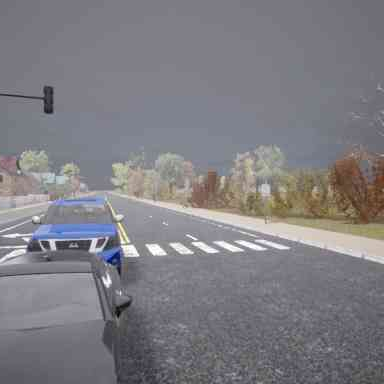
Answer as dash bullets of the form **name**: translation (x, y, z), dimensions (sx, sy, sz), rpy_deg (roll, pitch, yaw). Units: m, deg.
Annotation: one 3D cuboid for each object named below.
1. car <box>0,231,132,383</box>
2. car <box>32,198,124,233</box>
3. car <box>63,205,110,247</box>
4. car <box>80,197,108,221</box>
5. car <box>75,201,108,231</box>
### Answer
- **car**: translation (-1.734, 1.524, 3.941), dimensions (1.812, 1.442, 4.674), rpy_deg (0, 0, -13)
- **car**: translation (-3.350, 1.218, 10.036), dimensions (2.150, 2.045, 5.566), rpy_deg (0, 0, -15)
- **car**: translation (-4.985, 1.498, 16.115), dimensions (1.837, 1.490, 4.892), rpy_deg (0, 0, -15)
- **car**: translation (-8.069, 1.337, 27.605), dimensions (2.097, 1.767, 4.553), rpy_deg (0, 0, -15)
- **car**: translation (-6.531, 1.468, 21.866), dimensions (1.882, 1.535, 5.008), rpy_deg (0, 0, -15)
